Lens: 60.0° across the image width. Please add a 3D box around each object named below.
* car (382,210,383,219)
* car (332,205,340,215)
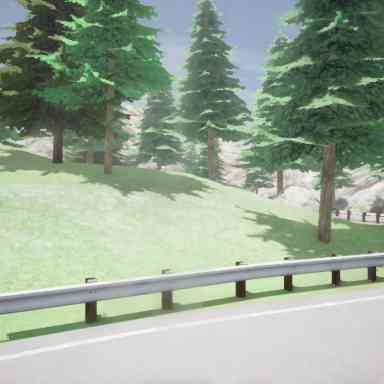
[{"bbox_3d":[16.073,1.367,23.645,2.097,1.767,4.553,0,0,-20],"label":"car"},{"bbox_3d":[12.632,1.579,33.098,1.994,1.385,4.181,0,0,-20],"label":"car"}]
